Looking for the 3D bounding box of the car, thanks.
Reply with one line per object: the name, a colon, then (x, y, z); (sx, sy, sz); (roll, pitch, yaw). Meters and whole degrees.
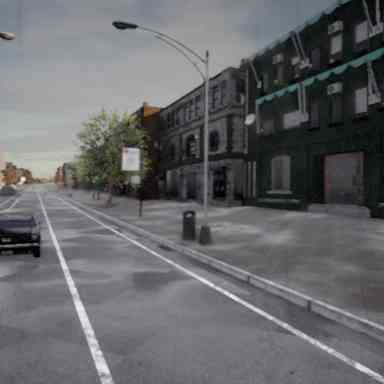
car: (-6.285, 1.417, 11.618); (1.895, 1.301, 4.718); (1, 1, -25)
